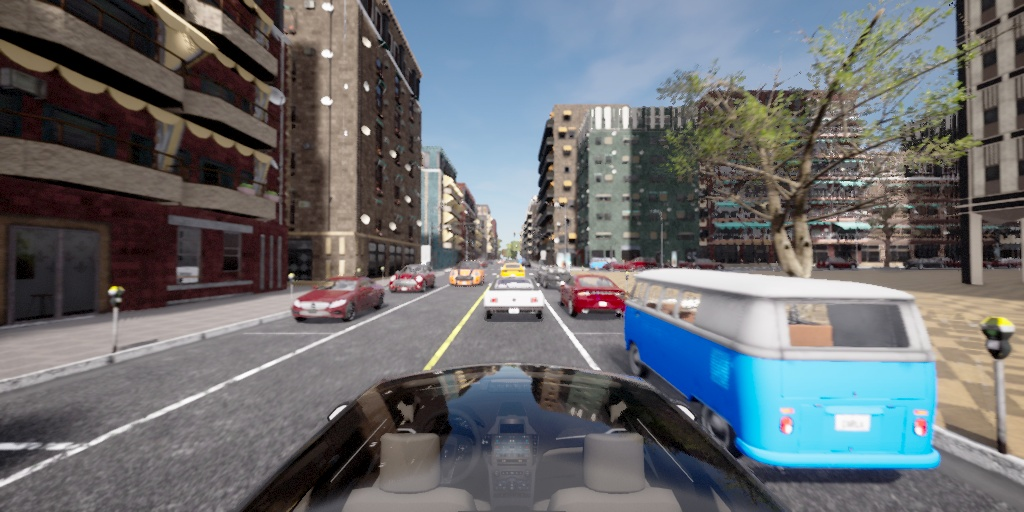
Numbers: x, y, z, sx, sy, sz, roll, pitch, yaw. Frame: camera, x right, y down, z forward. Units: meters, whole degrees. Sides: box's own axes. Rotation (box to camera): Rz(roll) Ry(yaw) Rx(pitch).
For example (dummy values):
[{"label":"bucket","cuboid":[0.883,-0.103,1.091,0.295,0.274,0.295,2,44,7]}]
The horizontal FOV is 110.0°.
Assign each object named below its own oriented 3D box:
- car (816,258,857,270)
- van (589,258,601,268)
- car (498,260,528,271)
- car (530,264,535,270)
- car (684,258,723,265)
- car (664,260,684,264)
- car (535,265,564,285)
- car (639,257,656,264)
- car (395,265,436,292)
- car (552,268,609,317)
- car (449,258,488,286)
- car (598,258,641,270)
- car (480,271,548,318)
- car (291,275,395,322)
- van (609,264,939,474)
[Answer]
[{"label":"car","cuboid":[41.323,0.941,45.628,4.097,1.591,1.967,0,0,0]},{"label":"van","cuboid":[13.745,1.199,54.192,3.998,1.789,1.690,0,0,0]},{"label":"car","cuboid":[0.070,1.314,29.366,1.882,1.535,5.008,0,0,0]},{"label":"car","cuboid":[2.807,1.386,29.180,2.007,1.370,4.403,0,0,0]},{"label":"car","cuboid":[24.742,1.065,45.738,4.097,1.591,1.967,0,0,0]},{"label":"car","cuboid":[24.800,1.319,54.118,4.507,1.381,1.888,0,0,0]},{"label":"car","cuboid":[2.810,1.369,23.610,2.007,1.370,4.403,0,0,0]},{"label":"car","cuboid":[19.272,1.131,54.155,5.009,1.841,2.192,0,0,0]},{"label":"car","cuboid":[-5.829,1.251,21.370,1.967,1.591,4.097,0,0,0]},{"label":"car","cuboid":[2.769,1.331,13.179,1.888,1.381,4.507,0,0,0]},{"label":"car","cuboid":[-3.097,1.176,25.551,2.097,1.767,4.553,0,0,0]},{"label":"car","cuboid":[13.686,1.292,45.812,4.207,1.307,1.802,0,0,0]},{"label":"car","cuboid":[0.074,1.386,13.113,1.895,1.301,4.718,0,0,0]},{"label":"car","cuboid":[-5.774,1.365,12.466,1.802,1.307,4.207,0,0,0]},{"label":"van","cuboid":[2.717,1.100,4.719,1.690,1.789,3.998,0,0,0]}]
